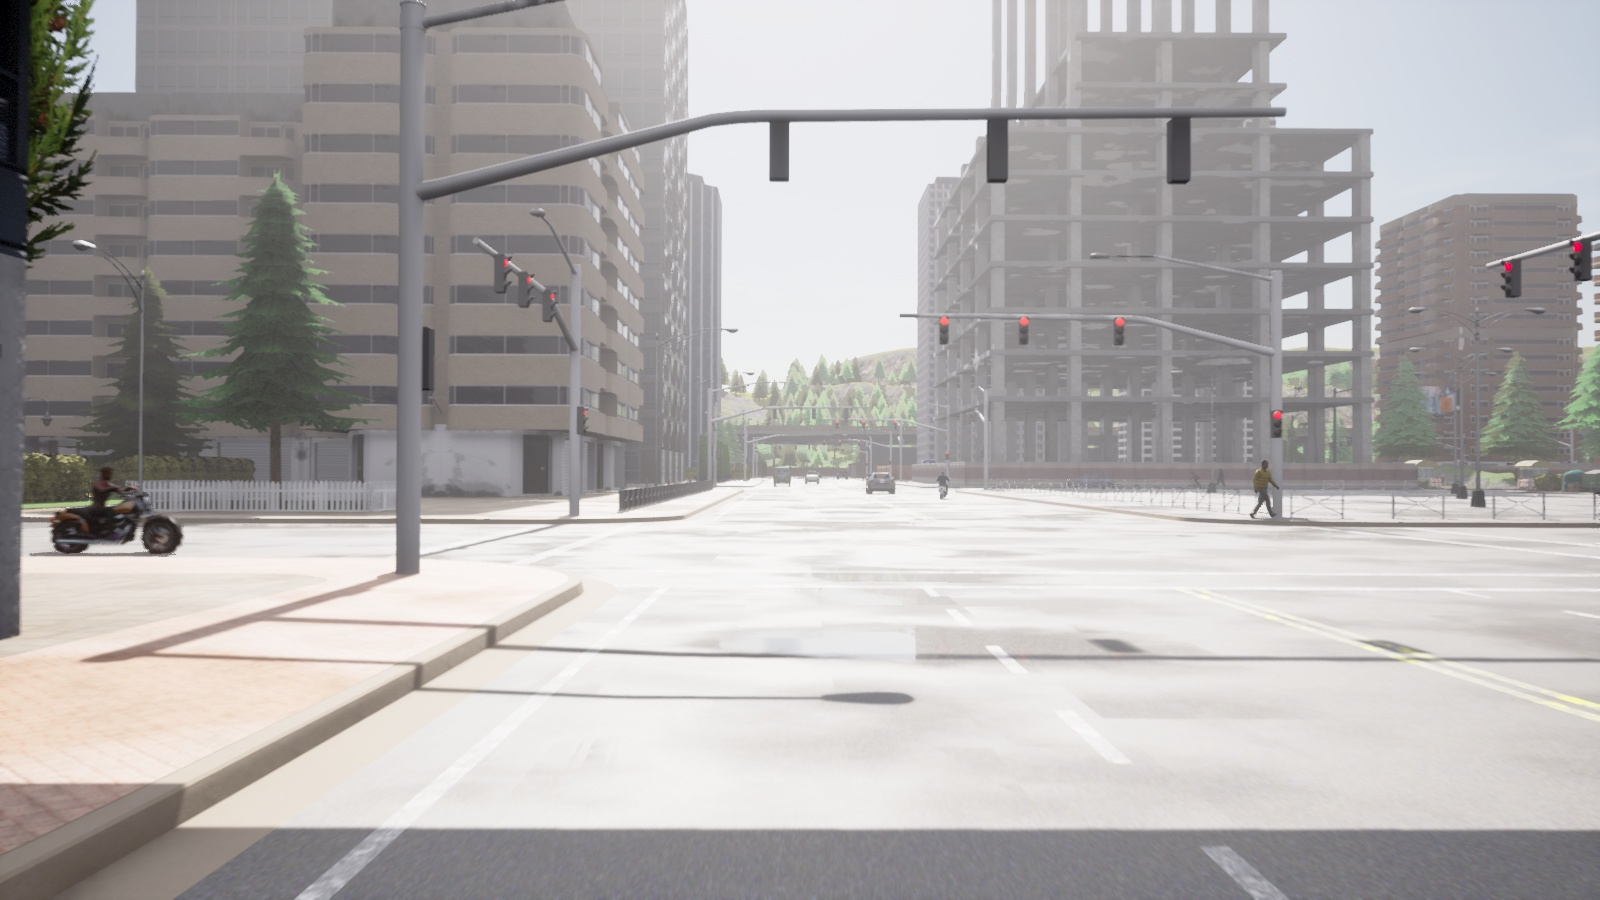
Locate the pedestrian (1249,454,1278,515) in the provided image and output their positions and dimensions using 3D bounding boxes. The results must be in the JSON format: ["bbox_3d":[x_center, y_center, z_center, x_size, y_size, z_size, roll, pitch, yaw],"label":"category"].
[{"bbox_3d":[14.175,1.060,38.433,0.431,1.840,0.709,0,-1,-32],"label":"pedestrian"}]

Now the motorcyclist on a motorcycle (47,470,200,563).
[{"bbox_3d":[-12.285,1.197,22.844,2.350,1.649,0.766,0,-1,0],"label":"motorcyclist on a motorcycle"}]

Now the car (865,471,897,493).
[{"bbox_3d":[5.602,2.219,87.330,1.970,1.475,3.806,0,-1,0],"label":"car"}]
